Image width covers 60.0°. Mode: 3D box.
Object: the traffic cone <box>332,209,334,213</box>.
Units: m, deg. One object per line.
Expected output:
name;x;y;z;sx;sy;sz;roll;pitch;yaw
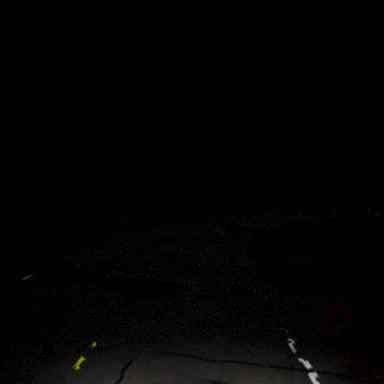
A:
traffic cone;17.248;2.312;40.576;0.340;0.580;0.340;0;0;-21

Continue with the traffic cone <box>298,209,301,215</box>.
traffic cone;12.350;2.283;38.223;0.340;0.580;0.340;0;0;-30

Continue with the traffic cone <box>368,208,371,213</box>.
traffic cone;22.463;2.342;42.103;0.340;0.580;0.340;0;0;-12
